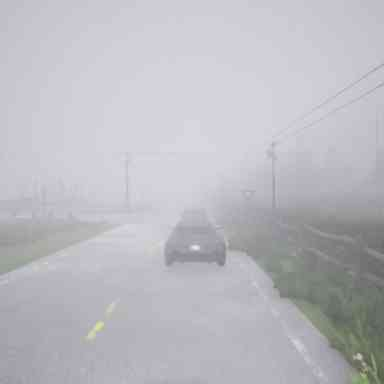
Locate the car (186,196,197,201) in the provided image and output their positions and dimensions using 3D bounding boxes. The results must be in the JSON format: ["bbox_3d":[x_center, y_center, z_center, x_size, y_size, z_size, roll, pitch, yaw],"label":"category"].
[{"bbox_3d":[0.156,2.027,79.318,2.097,1.767,4.553,0,0,-3],"label":"car"}]

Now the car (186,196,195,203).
[{"bbox_3d":[-0.466,1.954,89.379,2.097,1.767,4.553,0,0,-5],"label":"car"}]

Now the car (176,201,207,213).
[{"bbox_3d":[0.123,1.703,24.574,2.128,1.511,4.902,0,-1,-1],"label":"car"}]

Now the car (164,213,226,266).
[{"bbox_3d":[0.108,1.666,11.955,1.994,1.385,4.181,0,-1,0],"label":"car"}]

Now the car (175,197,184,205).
[{"bbox_3d":[-3.050,2.033,79.376,2.097,1.767,4.553,0,0,-2],"label":"car"}]

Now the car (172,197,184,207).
[{"bbox_3d":[-2.736,2.053,63.981,1.837,1.490,4.892,0,0,1],"label":"car"}]
